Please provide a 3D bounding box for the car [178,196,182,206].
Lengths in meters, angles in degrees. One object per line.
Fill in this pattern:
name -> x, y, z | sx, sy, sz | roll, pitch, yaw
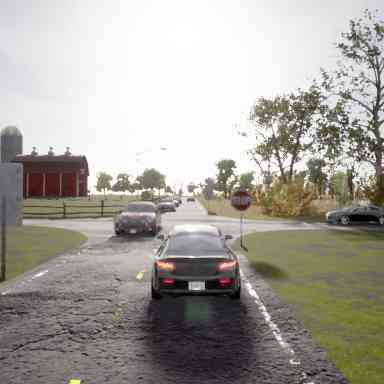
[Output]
car -> -2.974, 1.597, 52.439 | 2.033, 1.411, 5.357 | 0, 0, 0

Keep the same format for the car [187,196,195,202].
car -> -0.217, 1.656, 80.436 | 1.994, 1.385, 4.181 | 0, 0, 0

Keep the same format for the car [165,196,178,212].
car -> -2.951, 1.536, 39.465 | 1.837, 1.490, 4.892 | 0, 0, 0

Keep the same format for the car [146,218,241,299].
car -> 0.074, 1.529, 8.305 | 1.812, 1.442, 4.674 | 0, 0, 0

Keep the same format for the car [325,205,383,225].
car -> 12.916, 1.742, 25.789 | 4.902, 1.511, 2.128 | 1, -1, 0

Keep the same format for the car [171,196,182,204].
car -> -2.963, 1.550, 65.410 | 1.882, 1.535, 5.008 | 0, 0, 0

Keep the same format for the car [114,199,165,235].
car -> -2.900, 1.362, 18.642 | 2.097, 1.767, 4.553 | 0, 0, 0
